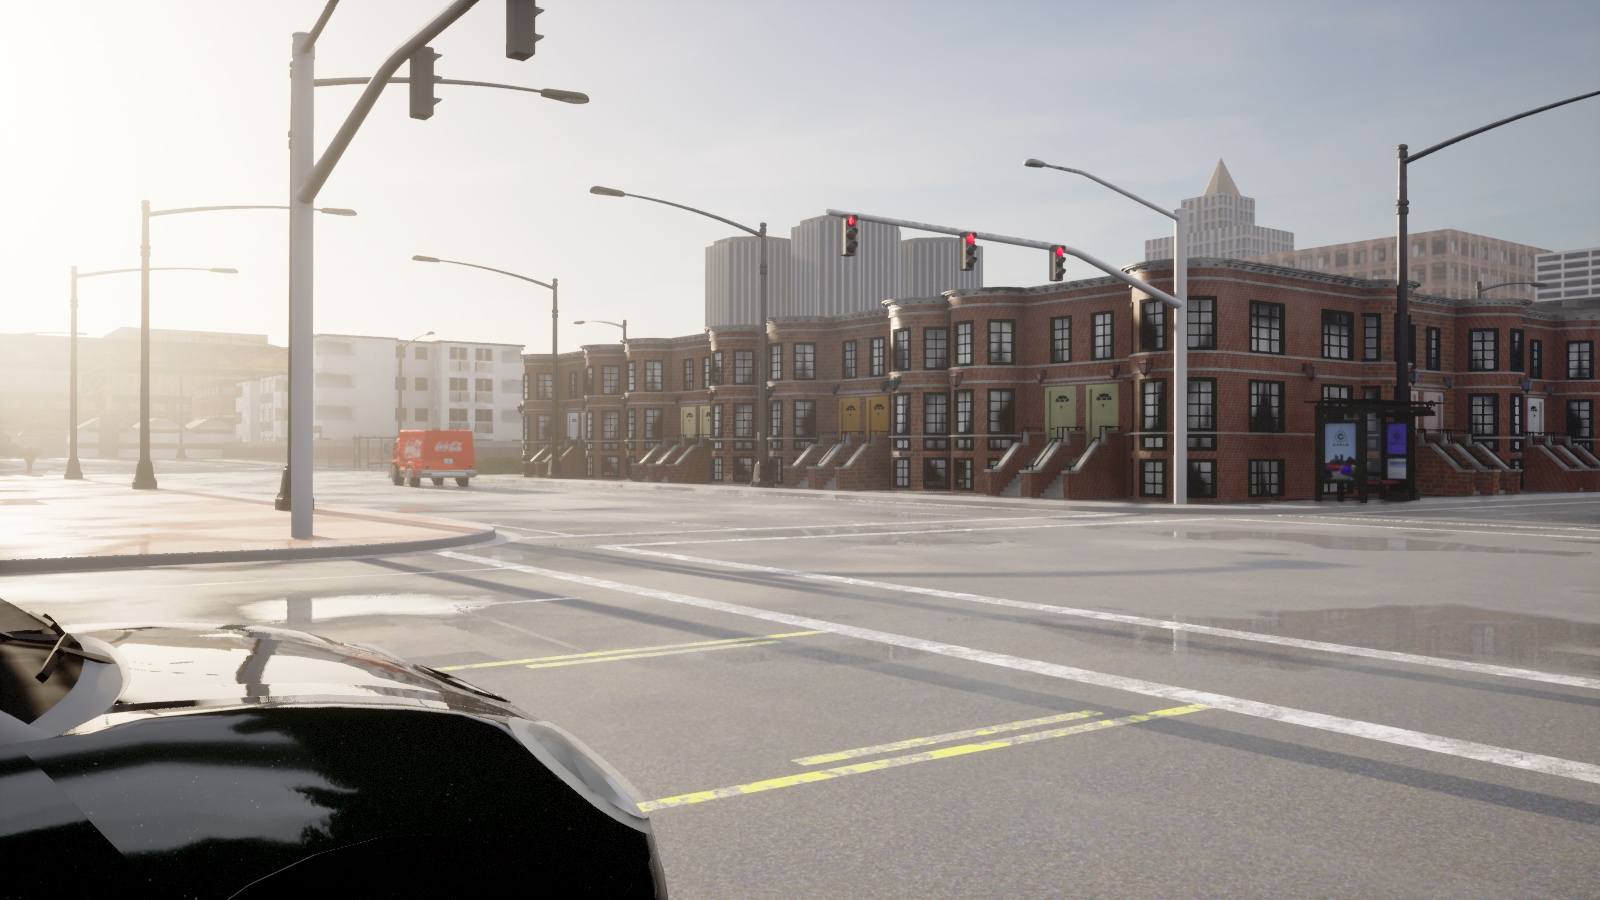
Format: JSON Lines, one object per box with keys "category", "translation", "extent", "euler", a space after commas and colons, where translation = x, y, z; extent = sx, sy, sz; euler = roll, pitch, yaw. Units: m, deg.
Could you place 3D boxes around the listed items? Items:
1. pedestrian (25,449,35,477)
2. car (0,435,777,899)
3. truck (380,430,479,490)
{"category": "pedestrian", "translation": [-49.564, 0.833, 80.832], "extent": [0.431, 1.840, 0.709], "euler": [0, 0, -40]}
{"category": "car", "translation": [-2.171, 0.720, 2.205], "extent": [3.806, 1.475, 1.970], "euler": [0, 0, -35]}
{"category": "truck", "translation": [-16.268, 0.427, 54.974], "extent": [2.627, 2.467, 5.204], "euler": [0, 0, -35]}
